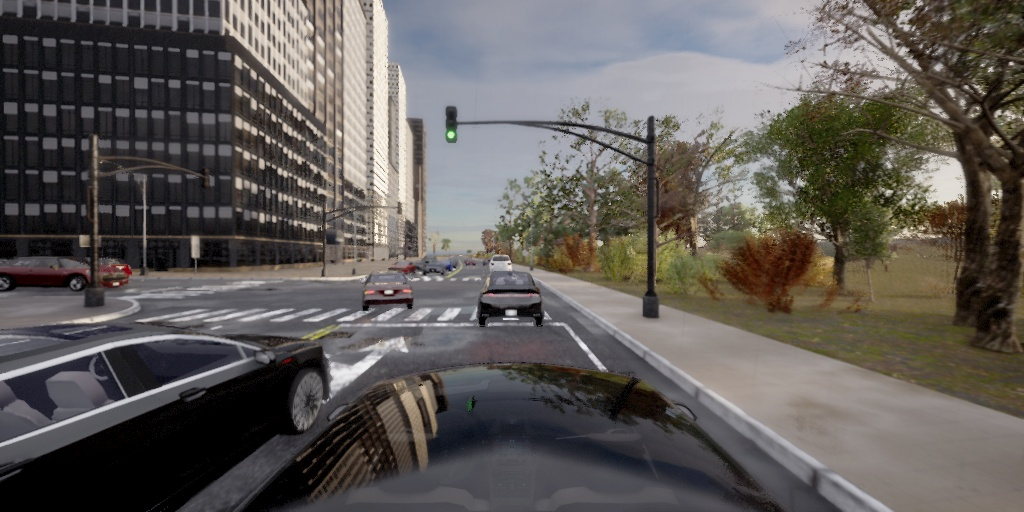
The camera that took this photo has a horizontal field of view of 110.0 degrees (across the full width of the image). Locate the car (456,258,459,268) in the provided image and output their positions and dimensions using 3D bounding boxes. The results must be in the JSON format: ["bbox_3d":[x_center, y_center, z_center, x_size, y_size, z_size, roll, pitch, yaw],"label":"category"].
[{"bbox_3d":[-9.670,1.225,56.367,2.033,1.411,5.357,0,0,-6],"label":"car"}]

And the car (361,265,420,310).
[{"bbox_3d":[-5.130,1.288,14.688,2.033,1.411,5.357,0,0,-21],"label":"car"}]

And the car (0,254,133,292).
[{"bbox_3d":[-22.563,0.816,18.145,4.553,1.767,2.097,1,0,-8],"label":"car"}]

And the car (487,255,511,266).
[{"bbox_3d":[-1.242,0.931,36.803,2.150,2.045,5.566,0,0,-4],"label":"car"}]

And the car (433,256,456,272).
[{"bbox_3d":[-8.734,1.174,46.448,1.882,1.535,5.008,0,0,-5],"label":"car"}]

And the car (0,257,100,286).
[{"bbox_3d":[-27.586,0.853,20.630,5.008,1.535,1.882,1,0,-9],"label":"car"}]

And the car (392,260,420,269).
[{"bbox_3d":[-11.236,1.192,37.140,1.882,1.535,5.008,0,0,-3],"label":"car"}]

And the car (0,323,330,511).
[{"bbox_3d":[-3.190,1.242,2.563,2.128,1.511,4.902,0,0,0],"label":"car"}]

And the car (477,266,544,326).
[{"bbox_3d":[-0.065,1.233,11.584,2.128,1.511,4.902,0,0,-1],"label":"car"}]

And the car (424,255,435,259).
[{"bbox_3d":[-12.958,0.901,56.518,2.150,2.045,5.566,0,0,-7],"label":"car"}]

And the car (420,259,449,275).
[{"bbox_3d":[-8.016,1.276,37.499,1.994,1.385,4.181,0,0,-5],"label":"car"}]

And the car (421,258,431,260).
[{"bbox_3d":[-11.961,1.263,46.100,1.994,1.385,4.181,0,0,-5],"label":"car"}]
